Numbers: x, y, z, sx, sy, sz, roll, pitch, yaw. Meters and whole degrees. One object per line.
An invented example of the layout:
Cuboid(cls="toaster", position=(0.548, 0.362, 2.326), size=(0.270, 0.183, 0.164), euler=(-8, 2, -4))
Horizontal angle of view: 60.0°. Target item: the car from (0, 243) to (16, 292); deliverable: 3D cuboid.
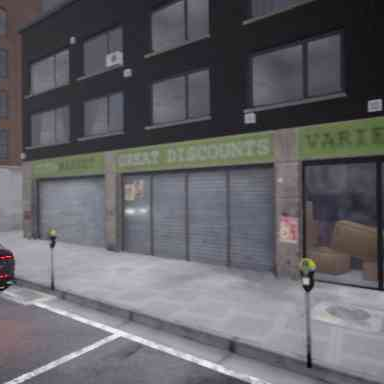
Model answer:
Cuboid(cls="car", position=(-5.961, 1.512, 7.690), size=(4.892, 1.490, 1.837), euler=(0, 0, 36))
